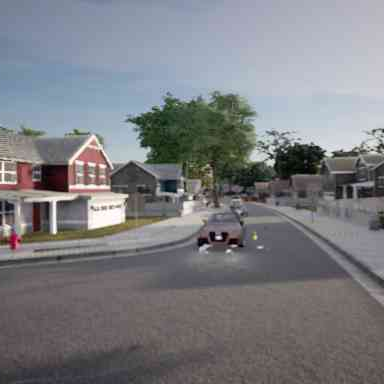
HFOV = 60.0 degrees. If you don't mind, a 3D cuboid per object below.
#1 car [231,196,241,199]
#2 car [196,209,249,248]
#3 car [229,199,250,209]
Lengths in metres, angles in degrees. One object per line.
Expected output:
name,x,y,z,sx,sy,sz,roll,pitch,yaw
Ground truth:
car,8.661,1.851,65.381,2.150,2.045,5.566,0,-1,5
car,1.469,1.692,15.504,1.994,1.385,4.181,0,-1,11
car,4.865,1.793,34.170,2.128,1.511,4.902,0,-1,9
